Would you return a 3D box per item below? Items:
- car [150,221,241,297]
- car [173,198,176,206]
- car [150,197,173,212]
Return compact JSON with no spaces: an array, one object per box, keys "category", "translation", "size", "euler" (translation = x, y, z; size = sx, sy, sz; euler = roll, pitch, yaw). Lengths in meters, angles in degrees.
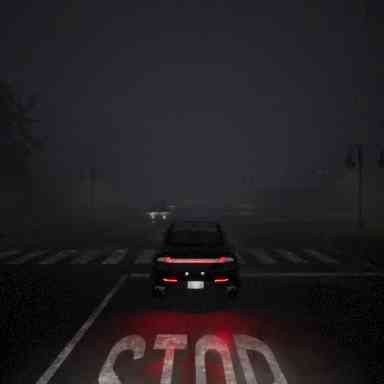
[{"category":"car","translation":[0.066,1.491,8.534],"size":[2.128,1.511,4.902],"euler":[0,0,0]},{"category":"car","translation":[-3.705,1.545,55.303],"size":[2.033,1.411,5.357],"euler":[0,0,0]},{"category":"car","translation":[-3.700,1.546,38.464],"size":[2.033,1.411,5.357],"euler":[0,0,0]}]
